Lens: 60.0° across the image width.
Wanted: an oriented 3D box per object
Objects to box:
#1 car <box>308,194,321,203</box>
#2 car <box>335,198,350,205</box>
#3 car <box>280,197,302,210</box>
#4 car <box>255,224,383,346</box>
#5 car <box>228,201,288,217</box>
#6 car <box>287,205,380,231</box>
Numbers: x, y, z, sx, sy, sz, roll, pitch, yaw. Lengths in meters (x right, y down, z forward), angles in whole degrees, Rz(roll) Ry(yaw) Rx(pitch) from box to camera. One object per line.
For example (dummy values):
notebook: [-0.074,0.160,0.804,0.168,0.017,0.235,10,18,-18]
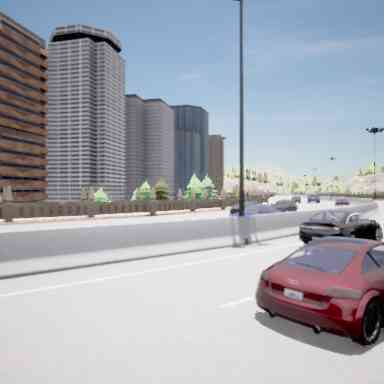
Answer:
car: [25.981,1.367,70.900,2.150,2.045,5.566,0,0,14]
car: [25.521,1.677,56.476,1.994,1.385,4.181,0,0,20]
car: [9.142,1.585,33.125,1.837,1.490,4.892,0,0,36]
car: [3.161,1.578,6.488,4.181,1.385,1.994,0,0,-39]
car: [4.191,1.584,21.942,1.812,1.442,4.674,0,0,44]
car: [6.332,1.521,13.963,4.902,1.511,2.128,0,0,-43]
